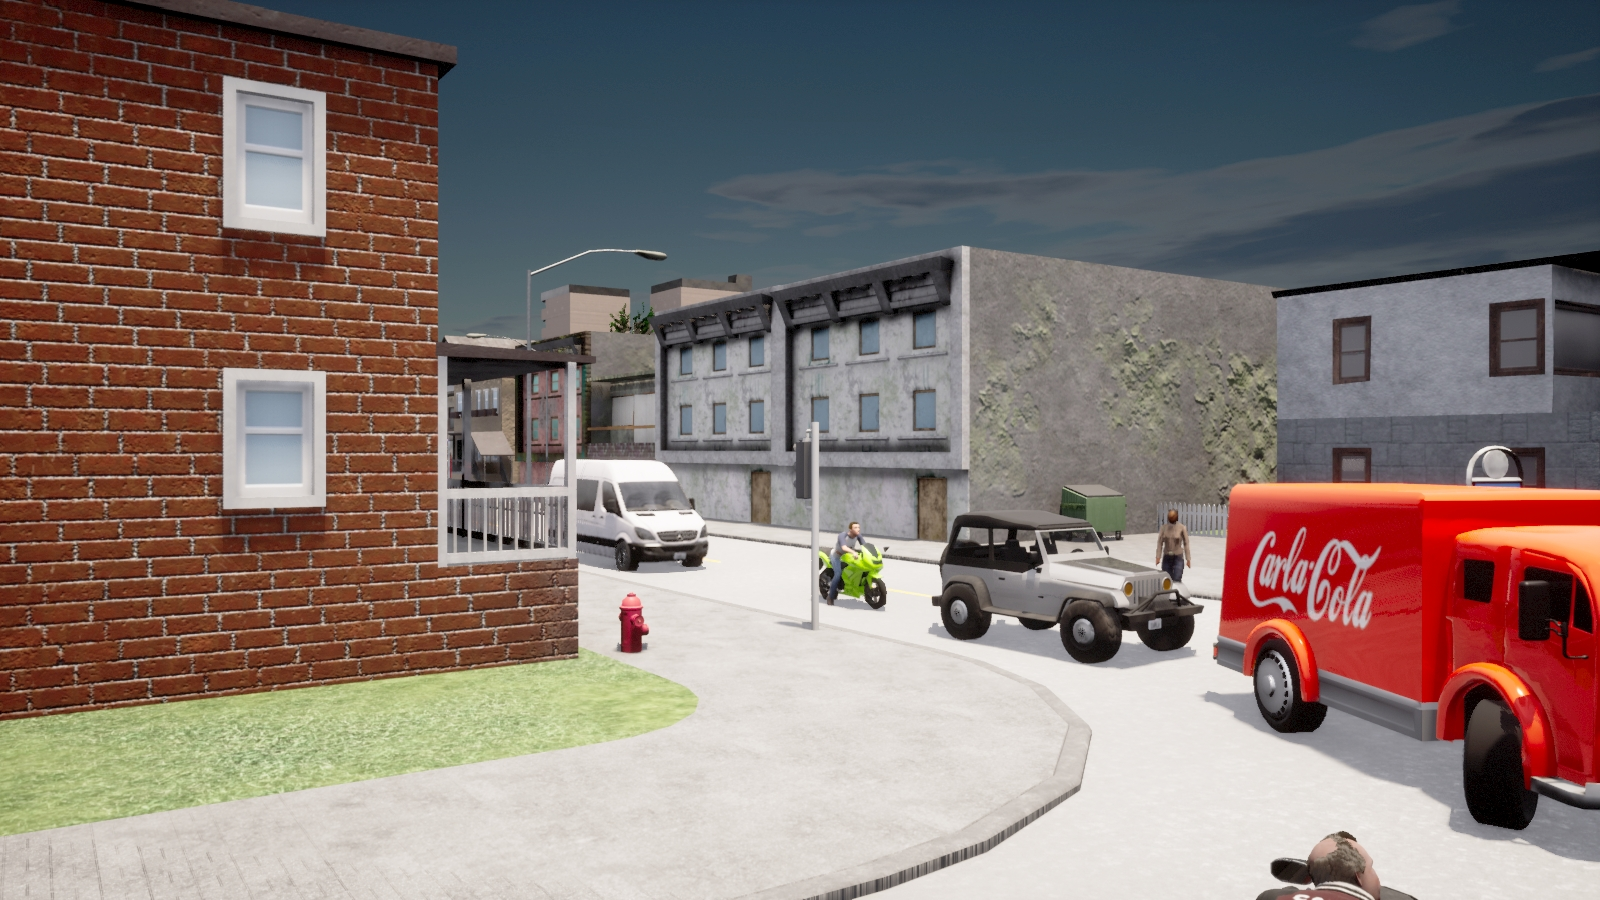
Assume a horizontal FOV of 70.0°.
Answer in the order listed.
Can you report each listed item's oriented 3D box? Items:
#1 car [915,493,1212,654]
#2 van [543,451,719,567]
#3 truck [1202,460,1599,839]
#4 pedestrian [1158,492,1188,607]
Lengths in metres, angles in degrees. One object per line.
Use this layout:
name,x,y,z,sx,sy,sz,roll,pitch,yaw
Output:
car,3.680,1.637,16.521,1.905,1.878,3.866,0,0,-36
van,-4.351,1.314,28.409,1.988,2.561,5.915,0,0,-34
truck,6.068,1.348,10.308,2.627,2.467,5.204,0,0,-6
pedestrian,6.173,1.628,18.893,0.375,1.860,0.375,0,0,35
